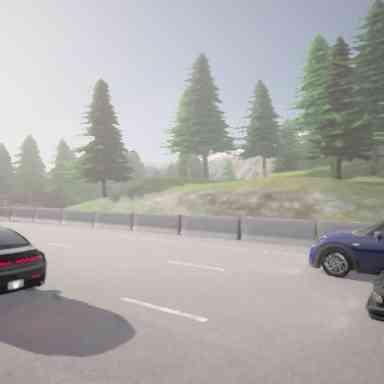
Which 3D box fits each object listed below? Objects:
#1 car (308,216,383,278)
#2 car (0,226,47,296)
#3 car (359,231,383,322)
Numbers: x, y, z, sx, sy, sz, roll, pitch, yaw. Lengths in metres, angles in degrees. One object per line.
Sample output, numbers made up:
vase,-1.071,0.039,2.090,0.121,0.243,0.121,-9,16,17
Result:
car,5.482,1.352,8.679,4.553,1.767,2.097,0,0,36
car,-5.362,1.532,7.817,4.892,1.490,1.837,0,0,36
car,5.400,1.547,4.438,5.357,1.411,2.033,0,0,35
